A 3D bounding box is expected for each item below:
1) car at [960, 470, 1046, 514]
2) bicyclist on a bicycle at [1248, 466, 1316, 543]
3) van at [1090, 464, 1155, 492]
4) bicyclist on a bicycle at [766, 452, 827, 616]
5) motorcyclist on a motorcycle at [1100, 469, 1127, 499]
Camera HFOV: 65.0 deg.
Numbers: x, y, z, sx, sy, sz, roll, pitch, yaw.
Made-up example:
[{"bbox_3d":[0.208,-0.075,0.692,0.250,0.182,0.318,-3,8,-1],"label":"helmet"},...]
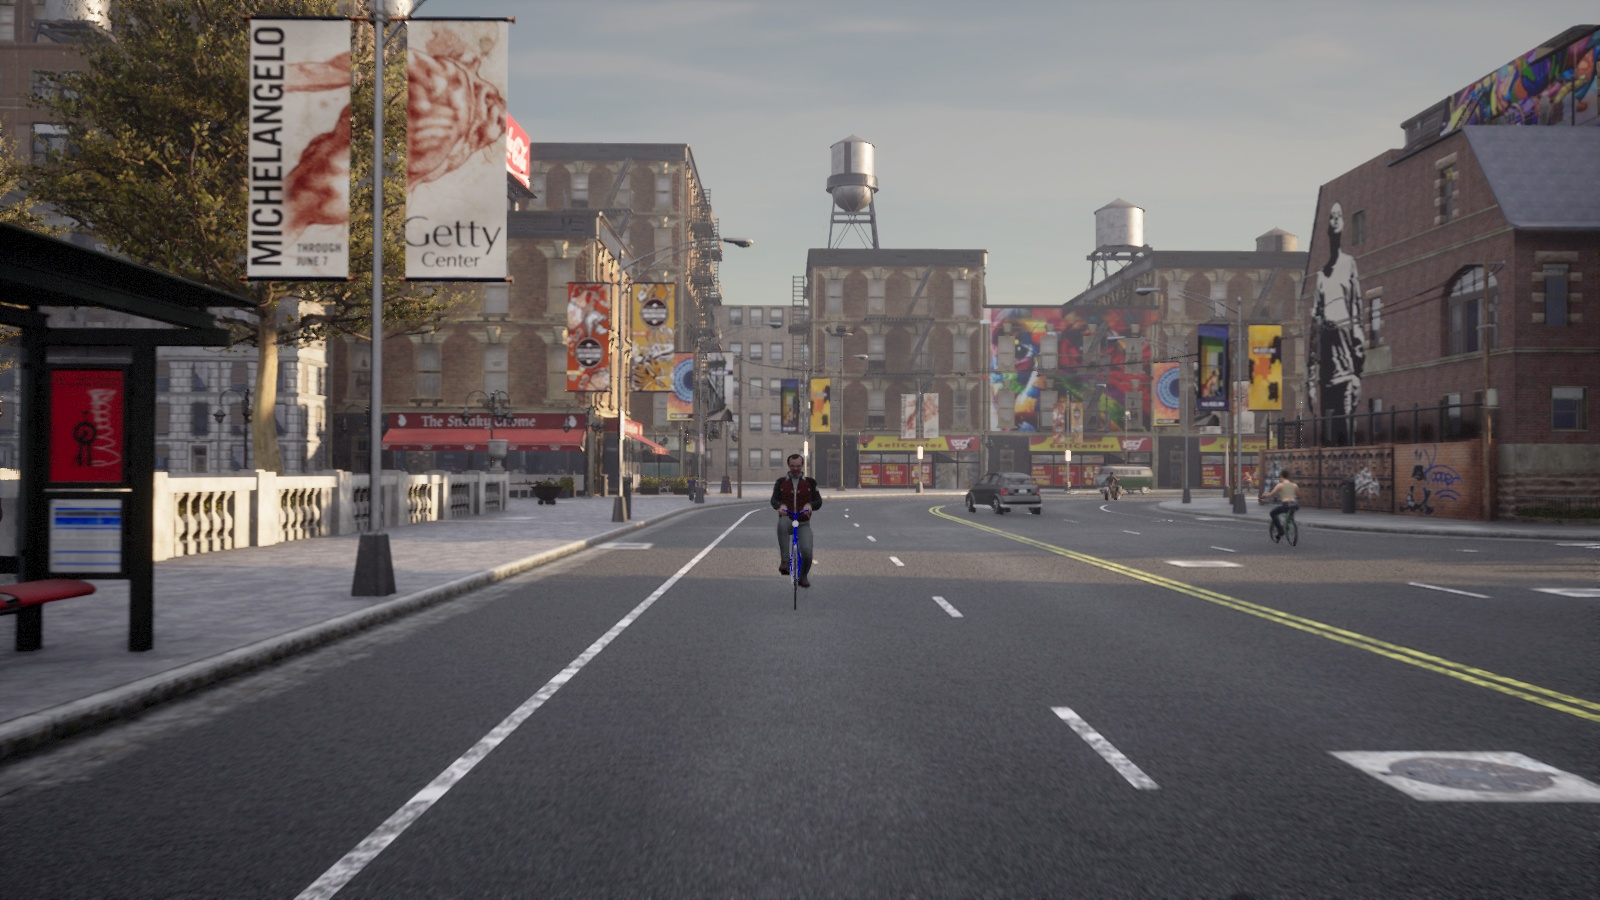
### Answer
[{"bbox_3d":[7.541,1.547,46.929,1.789,1.549,3.705,0,-1,-15],"label":"car"},{"bbox_3d":[10.423,1.164,27.209,0.866,1.612,1.509,0,-1,0],"label":"bicyclist on a bicycle"},{"bbox_3d":[22.863,1.962,88.964,4.442,1.987,1.775,0,-1,-29],"label":"van"},{"bbox_3d":[-0.044,0.929,14.571,0.659,1.776,1.843,0,-1,0],"label":"bicyclist on a bicycle"},{"bbox_3d":[17.176,1.846,68.843,0.766,1.649,2.350,-1,-1,31],"label":"motorcyclist on a motorcycle"}]
